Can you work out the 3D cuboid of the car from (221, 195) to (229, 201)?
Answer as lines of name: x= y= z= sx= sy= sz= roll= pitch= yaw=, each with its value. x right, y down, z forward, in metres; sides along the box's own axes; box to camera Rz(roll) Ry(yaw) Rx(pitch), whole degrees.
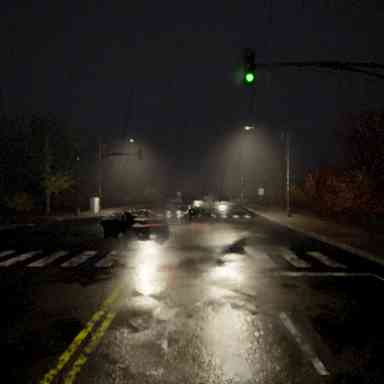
car: x=7.966 y=1.477 z=80.305 sx=1.812 sy=1.442 sz=4.674 roll=0 pitch=0 yaw=7

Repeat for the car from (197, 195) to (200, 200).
car: x=0.620 y=1.356 z=73.021 sx=1.895 sy=1.301 sz=4.718 roll=0 pitch=0 yaw=6

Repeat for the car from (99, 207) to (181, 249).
car: x=-2.728 y=1.502 z=14.833 sx=2.128 sy=1.511 sz=4.902 roll=1 pitch=-1 yaw=-31

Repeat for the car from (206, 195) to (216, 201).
car: x=4.728 y=1.495 z=80.603 sx=2.033 sy=1.411 sz=5.357 roll=0 pitch=0 yaw=7

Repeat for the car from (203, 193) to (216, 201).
car: x=3.550 y=1.209 z=69.761 sx=2.150 sy=2.045 sz=5.566 roll=0 pitch=0 yaw=6

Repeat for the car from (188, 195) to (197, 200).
car: x=-0.893 y=1.554 z=57.238 sx=2.033 sy=1.411 sz=5.357 roll=0 pitch=0 yaw=5

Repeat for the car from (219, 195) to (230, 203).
car: x=6.866 y=1.335 z=70.223 sx=2.097 sy=1.767 sz=4.553 roll=0 pitch=0 yaw=6

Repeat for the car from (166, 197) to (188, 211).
car: x=-2.040 y=1.565 z=41.621 sx=2.033 sy=1.411 sz=5.357 roll=0 pitch=0 yaw=4

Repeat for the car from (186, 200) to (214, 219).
car: x=0.765 y=1.620 z=29.316 sx=1.895 sy=1.301 sz=4.718 roll=0 pitch=0 yaw=3
